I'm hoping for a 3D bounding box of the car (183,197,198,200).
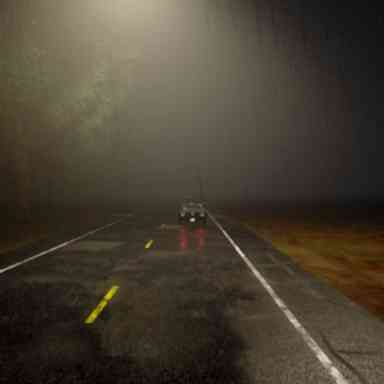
[{"bbox_3d":[-0.179,1.302,41.492,1.994,1.385,4.181,0,0,-1],"label":"car"}]

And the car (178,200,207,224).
[{"bbox_3d":[0.017,1.448,23.175,1.895,1.301,4.718,0,0,0],"label":"car"}]
